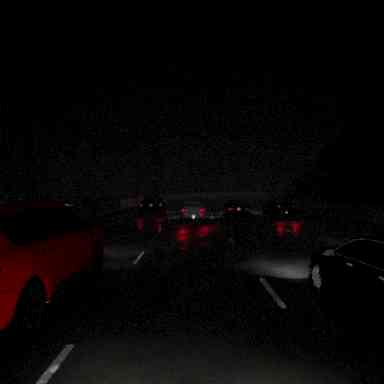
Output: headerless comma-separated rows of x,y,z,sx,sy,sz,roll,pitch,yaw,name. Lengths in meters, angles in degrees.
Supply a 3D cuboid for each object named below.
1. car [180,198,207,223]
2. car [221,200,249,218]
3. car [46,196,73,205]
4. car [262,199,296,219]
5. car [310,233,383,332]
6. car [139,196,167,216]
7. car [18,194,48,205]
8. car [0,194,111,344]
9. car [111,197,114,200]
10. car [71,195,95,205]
0.097,1.363,23.815,1.812,1.442,4.674,0,0,0,car
3.598,1.354,28.091,2.033,1.411,5.357,0,0,0,car
-20.199,1.253,50.878,1.895,1.301,4.718,0,0,5,car
7.097,1.303,27.374,2.128,1.511,4.902,0,0,0,car
3.599,1.465,5.697,1.837,1.490,4.892,0,0,0,car
-3.394,1.148,29.693,2.097,1.767,4.553,0,0,0,car
-23.789,1.135,49.949,1.882,1.535,5.008,0,0,5,car
-3.401,1.177,6.452,2.150,2.045,5.566,0,0,0,car
-13.206,1.219,50.514,1.994,1.385,4.181,0,0,5,car
-16.666,1.215,51.090,1.994,1.385,4.181,0,0,5,car
